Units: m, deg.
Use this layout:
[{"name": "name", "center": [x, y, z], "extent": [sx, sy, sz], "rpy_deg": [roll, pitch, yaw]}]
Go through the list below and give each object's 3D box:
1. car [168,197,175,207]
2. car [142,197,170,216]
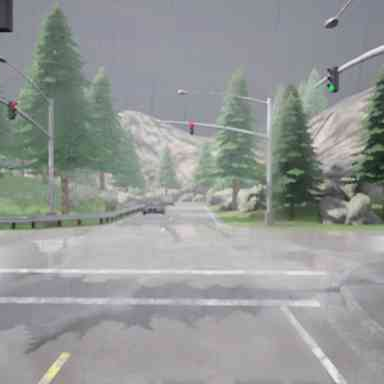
[{"name": "car", "center": [-3.513, 1.438, 49.322], "extent": [1.812, 1.442, 4.674], "rpy_deg": [0, 0, -3]}, {"name": "car", "center": [-3.517, 1.507, 31.699], "extent": [1.994, 1.385, 4.181], "rpy_deg": [0, 0, 0]}]
